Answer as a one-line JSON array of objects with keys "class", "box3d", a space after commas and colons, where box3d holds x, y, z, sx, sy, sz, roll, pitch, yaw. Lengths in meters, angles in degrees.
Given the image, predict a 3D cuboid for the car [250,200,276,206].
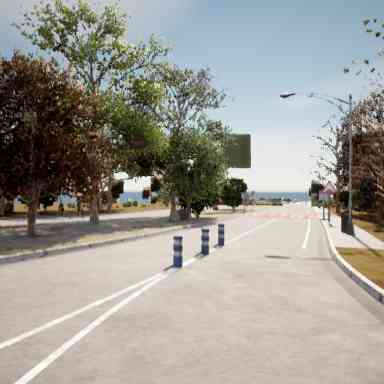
[{"class": "car", "box3d": [19.845, 3.260, 93.064, 5.366, 1.575, 1.946, 0, -3, 19]}]
